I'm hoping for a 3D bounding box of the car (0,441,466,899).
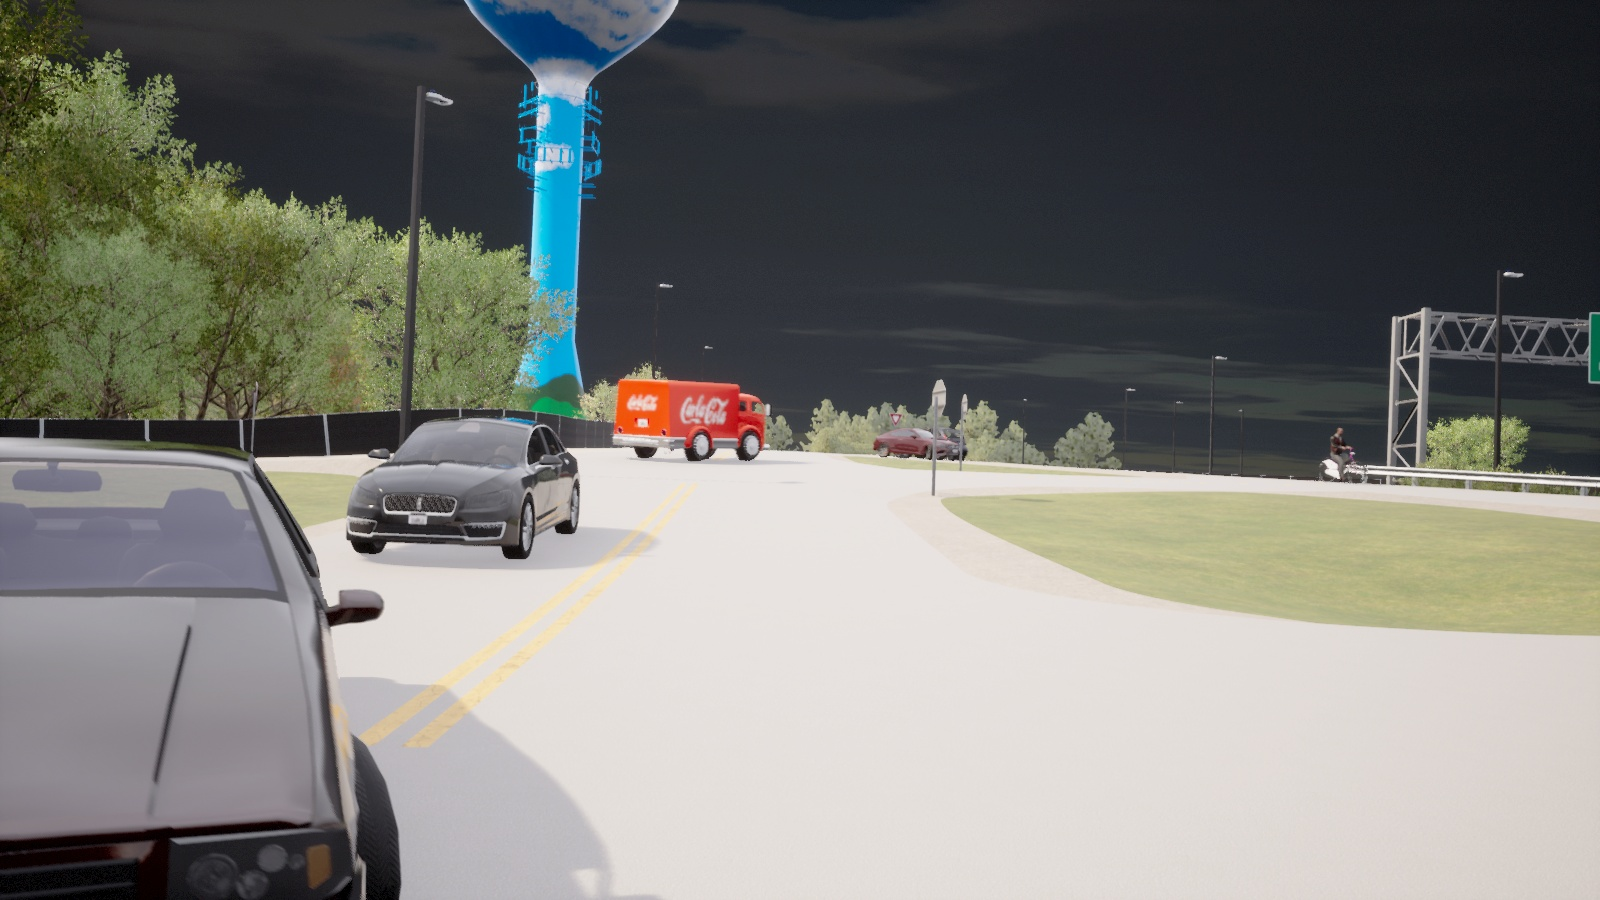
[{"bbox_3d":[-2.644,0.715,4.619,2.033,1.411,5.357,1,1,-22],"label":"car"}]

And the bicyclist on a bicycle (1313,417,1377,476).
[{"bbox_3d":[16.950,-0.114,39.123,0.659,1.776,1.843,1,0,-23],"label":"bicyclist on a bicycle"}]

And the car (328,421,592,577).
[{"bbox_3d":[-3.827,0.440,15.081,1.837,1.490,4.892,1,2,0],"label":"car"}]

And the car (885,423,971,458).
[{"bbox_3d":[6.259,-0.487,61.647,1.851,1.617,3.988,2,0,-40],"label":"car"}]

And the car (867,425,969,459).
[{"bbox_3d":[5.472,-0.375,58.621,1.812,1.442,4.674,2,0,-43],"label":"car"}]

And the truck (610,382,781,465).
[{"bbox_3d":[-3.252,-0.855,40.082,2.627,2.467,5.204,3,2,37],"label":"truck"}]
